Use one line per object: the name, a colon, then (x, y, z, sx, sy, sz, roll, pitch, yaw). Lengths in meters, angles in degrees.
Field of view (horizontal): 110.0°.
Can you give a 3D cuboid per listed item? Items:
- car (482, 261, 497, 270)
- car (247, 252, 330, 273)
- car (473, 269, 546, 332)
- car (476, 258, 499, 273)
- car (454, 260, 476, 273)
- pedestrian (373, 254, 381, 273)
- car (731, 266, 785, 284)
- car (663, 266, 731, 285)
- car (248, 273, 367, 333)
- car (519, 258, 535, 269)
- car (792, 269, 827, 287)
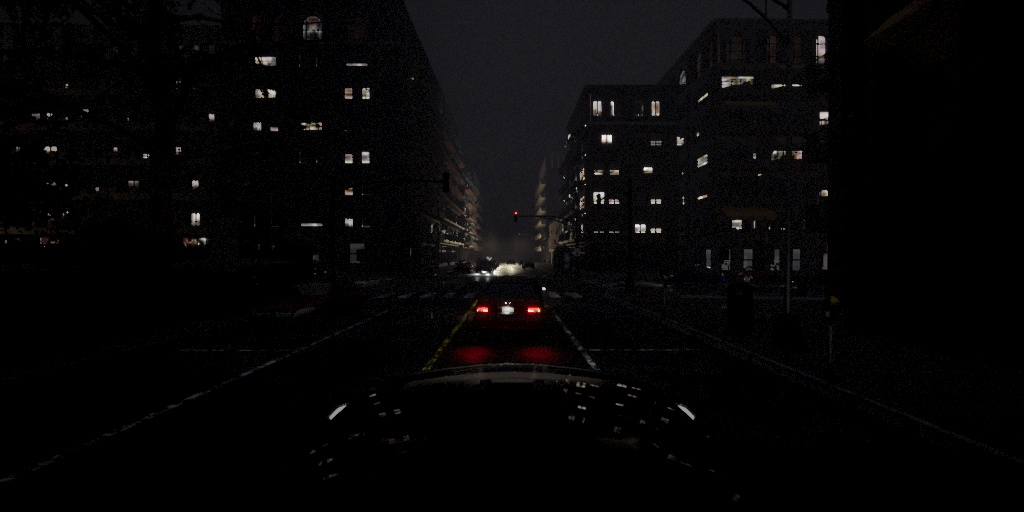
car: (-3.239, 1.349, 53.271, 1.895, 1.301, 4.718, 0, 0, 0)
car: (-15.909, 0.725, 25.235, 5.566, 2.045, 2.150, 1, 0, -1)
car: (0.050, 1.297, 10.846, 2.033, 1.411, 5.357, 0, 0, 3)
car: (-3.197, 1.296, 43.320, 2.033, 1.411, 5.357, 0, 0, 4)
car: (-5.817, 1.188, 43.042, 1.967, 1.591, 4.097, 0, 0, 0)
pedestrian: (-12.812, 0.652, 34.013, 0.375, 1.860, 0.375, 0, -1, -1)
car: (21.289, 1.570, 31.564, 4.097, 1.591, 1.967, 0, 0, -1)
car: (14.594, 1.552, 28.899, 4.674, 1.442, 1.812, 1, 0, -1)
car: (-5.715, 1.331, 10.632, 1.802, 1.307, 4.207, 0, 0, 0)
car: (2.528, 1.299, 54.341, 2.007, 1.370, 4.403, 0, 0, 0)
car: (24.901, 1.809, 29.057, 4.718, 1.301, 1.895, 1, 0, -1)
